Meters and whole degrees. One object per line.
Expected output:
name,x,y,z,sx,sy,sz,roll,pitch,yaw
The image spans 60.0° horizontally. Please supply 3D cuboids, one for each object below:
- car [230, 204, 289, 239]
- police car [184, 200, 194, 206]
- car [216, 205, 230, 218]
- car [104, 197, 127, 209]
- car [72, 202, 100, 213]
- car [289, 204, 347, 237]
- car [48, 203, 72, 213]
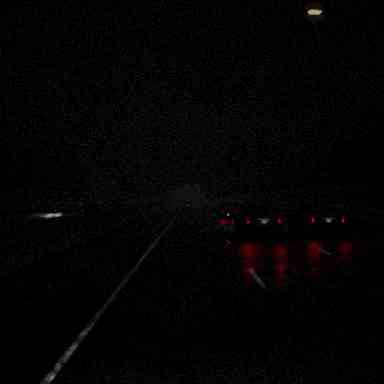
car,3.605,1.542,18.676,2.097,1.767,4.553,0,-1,0
police car,-1.026,2.858,90.565,1.930,1.638,5.238,0,-1,0
car,3.609,1.996,35.309,1.895,1.301,4.718,0,-1,0
car,-10.573,1.778,46.466,2.150,2.045,5.566,0,-1,0
car,-14.074,2.090,45.575,2.033,1.411,5.357,0,-1,0
car,7.104,1.550,19.392,2.097,1.767,4.553,0,-1,0
car,-17.574,2.134,44.942,1.895,1.301,4.718,0,-1,0
